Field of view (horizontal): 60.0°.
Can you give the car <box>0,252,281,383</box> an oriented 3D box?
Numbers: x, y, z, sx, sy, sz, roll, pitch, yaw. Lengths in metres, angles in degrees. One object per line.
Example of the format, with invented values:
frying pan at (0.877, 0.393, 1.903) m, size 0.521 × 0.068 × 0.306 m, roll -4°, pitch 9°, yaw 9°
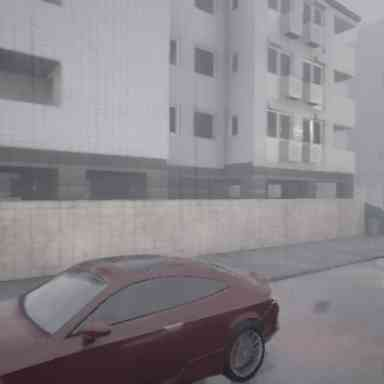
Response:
car at (-0.908, 1.537, 3.953) m, size 4.674 × 1.442 × 1.812 m, roll 1°, pitch 0°, yaw -36°
